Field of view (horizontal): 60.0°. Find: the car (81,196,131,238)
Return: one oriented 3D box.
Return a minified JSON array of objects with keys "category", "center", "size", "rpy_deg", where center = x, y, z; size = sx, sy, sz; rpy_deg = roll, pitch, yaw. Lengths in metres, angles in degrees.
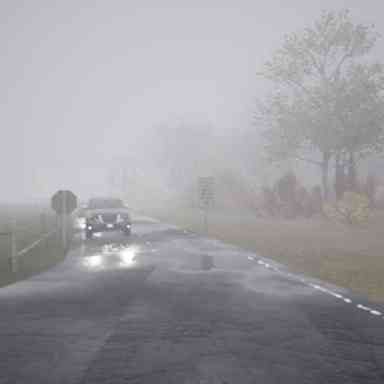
[{"category":"car","center":[-4.817,1.269,18.477],"size":[2.150,2.045,5.566],"rpy_deg":[0,0,-19]}]

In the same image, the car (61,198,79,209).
[{"category":"car","center":[-18.071,1.672,49.043],"size":[1.837,1.490,4.892],"rpy_deg":[0,0,-29]}]

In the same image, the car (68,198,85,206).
[{"category":"car","center":[-20.393,1.738,58.532],"size":[1.994,1.385,4.181],"rpy_deg":[0,0,-32]}]

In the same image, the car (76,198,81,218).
[{"category":"car","center":[-9.955,1.583,31.921],"size":[2.128,1.511,4.902],"rpy_deg":[0,0,-24]}]
